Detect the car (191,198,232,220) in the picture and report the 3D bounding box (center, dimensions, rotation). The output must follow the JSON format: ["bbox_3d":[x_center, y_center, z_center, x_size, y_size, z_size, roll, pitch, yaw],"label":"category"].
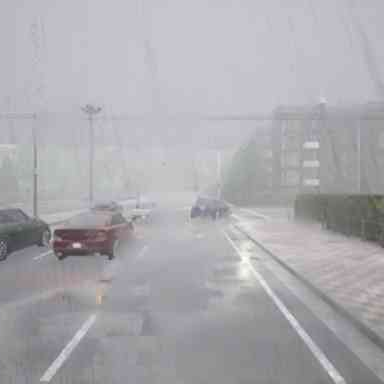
[{"bbox_3d":[1.694,1.286,27.592,2.097,1.767,4.553,0,0,24],"label":"car"}]

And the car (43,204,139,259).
[{"bbox_3d":[-3.442,1.448,12.475,1.882,1.535,5.008,0,0,0],"label":"car"}]

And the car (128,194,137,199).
[{"bbox_3d":[-16.337,1.200,90.667,1.882,1.535,5.008,0,0,0],"label":"car"}]

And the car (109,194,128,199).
[{"bbox_3d":[-16.335,1.180,74.252,2.097,1.767,4.553,0,0,0],"label":"car"}]

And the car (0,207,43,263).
[{"bbox_3d":[-6.945,1.324,12.043,2.097,1.767,4.553,0,0,0],"label":"car"}]

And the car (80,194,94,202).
[{"bbox_3d":[-23.335,1.304,74.071,1.882,1.535,5.008,0,0,0],"label":"car"}]

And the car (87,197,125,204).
[{"bbox_3d":[-7.109,1.440,28.289,1.837,1.490,4.892,0,1,-1],"label":"car"}]

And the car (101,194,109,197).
[{"bbox_3d":[-23.337,1.265,90.615,2.033,1.411,5.357,0,0,0],"label":"car"}]

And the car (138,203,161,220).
[{"bbox_3d":[-3.579,1.537,26.785,1.895,1.301,4.718,0,0,-1],"label":"car"}]
